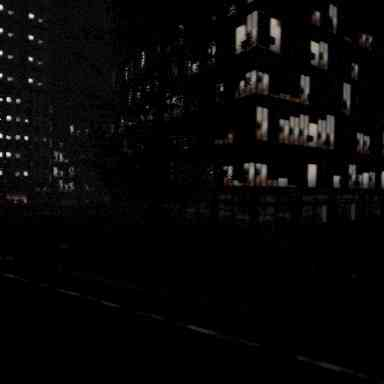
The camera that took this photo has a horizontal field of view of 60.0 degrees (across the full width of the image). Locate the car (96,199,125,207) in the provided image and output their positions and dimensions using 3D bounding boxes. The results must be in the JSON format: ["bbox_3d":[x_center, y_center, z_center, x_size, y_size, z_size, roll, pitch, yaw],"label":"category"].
[{"bbox_3d":[-14.992,2.039,61.283,4.829,1.417,1.752,0,1,-34],"label":"car"}]

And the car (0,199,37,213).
[{"bbox_3d":[-24.435,1.892,45.270,5.009,1.841,2.192,0,1,-34],"label":"car"}]

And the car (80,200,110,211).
[{"bbox_3d":[-15.082,2.189,51.675,4.507,1.381,1.887,0,1,-34],"label":"car"}]

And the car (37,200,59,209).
[{"bbox_3d":[-24.210,1.997,54.977,4.403,1.369,2.008,0,1,-34],"label":"car"}]
